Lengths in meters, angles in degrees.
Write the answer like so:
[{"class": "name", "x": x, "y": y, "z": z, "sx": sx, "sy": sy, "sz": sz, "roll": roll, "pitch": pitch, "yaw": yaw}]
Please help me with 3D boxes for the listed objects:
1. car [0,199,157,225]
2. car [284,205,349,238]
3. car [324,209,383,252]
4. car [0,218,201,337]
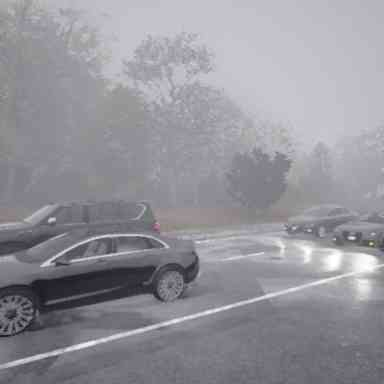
[{"class": "car", "x": -3.573, "y": 1.231, "z": 9.961, "sx": 5.566, "sy": 2.045, "sz": 2.150, "roll": 0, "pitch": 0, "yaw": -35}, {"class": "car", "x": 6.905, "y": 1.475, "z": 17.496, "sx": 4.892, "sy": 1.490, "sz": 1.837, "roll": -1, "pitch": 1, "yaw": -35}, {"class": "car", "x": 7.682, "y": 1.541, "z": 13.757, "sx": 4.181, "sy": 1.385, "sz": 1.994, "roll": -1, "pitch": 0, "yaw": -35}, {"class": "car", "x": -2.092, "y": 1.499, "z": 6.727, "sx": 4.902, "sy": 1.511, "sz": 2.128, "roll": 0, "pitch": 0, "yaw": -35}]
